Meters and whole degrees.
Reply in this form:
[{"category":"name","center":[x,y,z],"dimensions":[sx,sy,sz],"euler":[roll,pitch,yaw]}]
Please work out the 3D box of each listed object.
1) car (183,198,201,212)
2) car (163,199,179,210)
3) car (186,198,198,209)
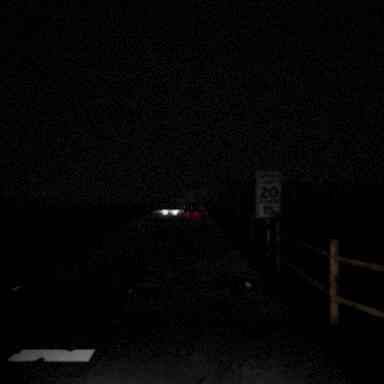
[{"category":"car","center":[-0.013,1.584,39.804],"dimensions":[2.128,1.511,4.902],"euler":[0,0,0]},{"category":"car","center":[-2.765,1.669,44.834],"dimensions":[1.994,1.385,4.181],"euler":[0,0,0]},{"category":"car","center":[-0.015,1.645,49.936],"dimensions":[1.812,1.442,4.674],"euler":[0,0,0]}]
